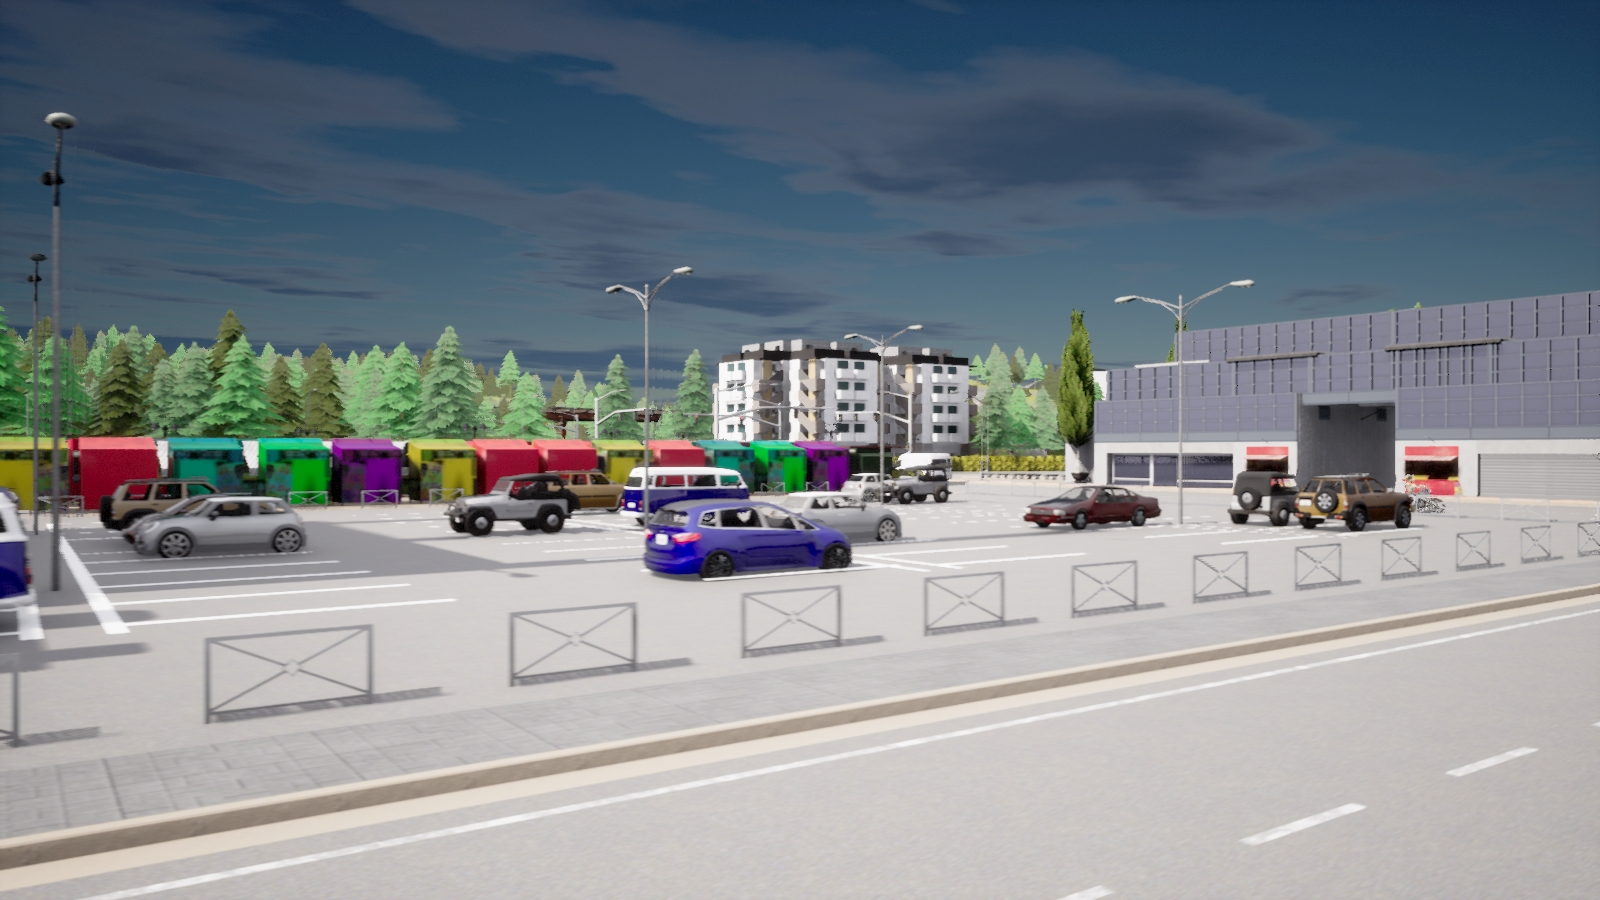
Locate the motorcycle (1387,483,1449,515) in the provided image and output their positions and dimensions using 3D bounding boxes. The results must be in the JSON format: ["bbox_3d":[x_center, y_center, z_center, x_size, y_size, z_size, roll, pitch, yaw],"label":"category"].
[{"bbox_3d":[27.406,2.156,50.690,0.764,1.307,2.356,0,0,-34],"label":"motorcycle"}]
